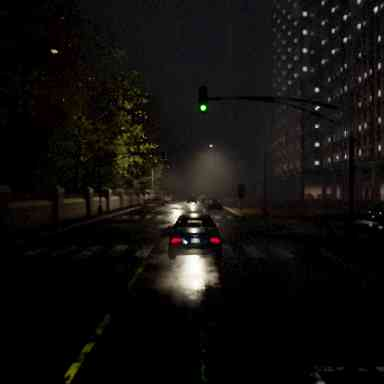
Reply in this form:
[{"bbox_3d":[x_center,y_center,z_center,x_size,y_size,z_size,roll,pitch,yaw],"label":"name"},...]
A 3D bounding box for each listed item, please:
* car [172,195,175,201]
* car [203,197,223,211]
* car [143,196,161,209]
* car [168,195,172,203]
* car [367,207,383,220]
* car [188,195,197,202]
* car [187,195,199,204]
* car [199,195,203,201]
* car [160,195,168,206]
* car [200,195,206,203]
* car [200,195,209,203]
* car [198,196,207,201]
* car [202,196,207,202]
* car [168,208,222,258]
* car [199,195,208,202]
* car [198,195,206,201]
[{"bbox_3d":[-5.675,1.494,79.147,1.967,1.590,4.097,0,0,0],"label":"car"},{"bbox_3d":[2.697,1.578,39.719,1.947,1.339,4.313,0,0,0],"label":"car"},{"bbox_3d":[-5.682,1.598,45.353,1.802,1.307,4.206,0,0,0],"label":"car"},{"bbox_3d":[-5.677,1.563,67.713,1.752,1.417,4.829,0,0,0],"label":"car"},{"bbox_3d":[15.143,1.273,22.931,5.357,1.411,2.033,-1,0,0],"label":"car"},{"bbox_3d":[0.012,1.465,77.006,2.033,1.411,5.357,0,0,0],"label":"car"},{"bbox_3d":[0.010,1.514,66.589,1.882,1.535,5.008,0,0,0],"label":"car"},{"bbox_3d":[2.703,1.583,67.882,1.887,1.381,4.507,0,0,0],"label":"car"},{"bbox_3d":[-5.679,1.465,56.618,1.967,1.590,4.097,0,0,0],"label":"car"},{"bbox_3d":[2.700,1.586,50.984,1.947,1.339,4.313,0,0,0],"label":"car"},{"bbox_3d":[2.704,1.486,73.514,1.967,1.590,4.097,0,0,0],"label":"car"},{"bbox_3d":[2.705,1.613,84.778,2.008,1.369,4.403,0,0,0],"label":"car"},{"bbox_3d":[2.699,1.582,45.352,1.947,1.339,4.313,0,0,0],"label":"car"},{"bbox_3d":[0.103,1.548,12.719,2.033,1.411,5.357,0,0,0],"label":"car"},{"bbox_3d":[2.705,1.494,79.145,1.967,1.590,4.097,0,0,0],"label":"car"},{"bbox_3d":[2.706,1.622,90.410,2.008,1.369,4.403,0,0,0],"label":"car"}]
